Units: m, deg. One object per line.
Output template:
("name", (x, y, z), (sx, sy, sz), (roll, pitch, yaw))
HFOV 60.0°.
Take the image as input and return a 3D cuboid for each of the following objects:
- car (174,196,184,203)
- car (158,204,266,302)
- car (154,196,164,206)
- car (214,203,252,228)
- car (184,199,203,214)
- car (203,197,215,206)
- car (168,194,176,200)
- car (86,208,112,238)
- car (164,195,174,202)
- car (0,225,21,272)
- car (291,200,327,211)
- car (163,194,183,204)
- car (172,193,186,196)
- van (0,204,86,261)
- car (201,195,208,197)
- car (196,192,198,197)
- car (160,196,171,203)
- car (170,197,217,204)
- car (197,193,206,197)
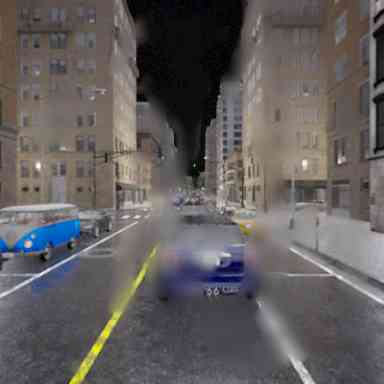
("car", (-2.646, 1.500, 69.513), (1.812, 1.442, 4.674), (0, 0, 0))
("car", (0.239, 1.349, 8.489), (2.097, 1.767, 4.553), (0, 0, -4))
("car", (-5.306, 1.508, 55.070), (1.752, 1.417, 4.829), (0, 0, 0))
("car", (2.672, 1.544, 22.671), (2.008, 1.369, 4.403), (0, 0, 0))
("car", (0.138, 1.541, 36.256), (1.994, 1.385, 4.181), (0, 0, 0))
("car", (2.720, 1.564, 55.229), (1.802, 1.307, 4.206), (0, 0, 0))
("car", (-5.253, 1.404, 89.327), (1.967, 1.590, 4.097), (0, 0, 0))
("car", (-5.366, 1.545, 17.277), (2.008, 1.369, 4.403), (0, 0, 0))
("car", (-5.270, 1.522, 77.965), (2.008, 1.369, 4.403), (0, 0, 0))
("car", (-5.385, 1.580, 6.464), (1.802, 1.307, 4.206), (0, 0, 0))
("car", (13.647, 1.505, 37.293), (4.718, 1.301, 1.895), (0, 0, 0))
("car", (-2.768, 1.463, 49.419), (1.882, 1.535, 5.008), (0, 0, 0))
("car", (-2.732, 1.202, 59.407), (2.150, 2.045, 5.566), (0, 0, 1))
("van", (-5.376, 1.337, 11.870), (1.690, 1.788, 3.998), (0, 0, 0))
("car", (2.711, 1.536, 49.547), (2.008, 1.369, 4.403), (0, 0, 0))
("car", (2.763, 1.283, 83.638), (2.192, 1.841, 5.009), (0, 0, 0))
("car", (-5.288, 1.543, 66.602), (1.947, 1.339, 4.313), (0, 0, 0))
("car", (0.114, 1.346, 18.276), (2.097, 1.767, 4.553), (0, 0, 0))
("car", (2.746, 1.414, 72.274), (1.967, 1.590, 4.097), (0, 0, 0))
